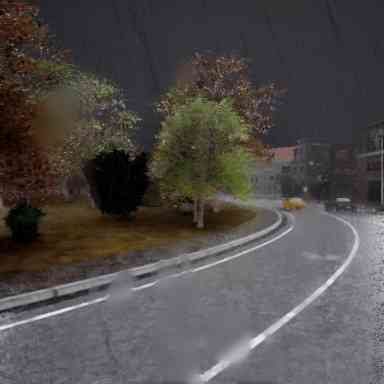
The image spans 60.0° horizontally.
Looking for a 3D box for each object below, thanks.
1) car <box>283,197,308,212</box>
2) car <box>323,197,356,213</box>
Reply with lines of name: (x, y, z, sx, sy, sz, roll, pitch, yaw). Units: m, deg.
car: (11.577, 1.367, 37.323, 1.882, 1.535, 5.008, -1, 0, 5)
car: (15.286, 1.308, 34.645, 1.882, 1.535, 5.008, -1, 0, 4)
